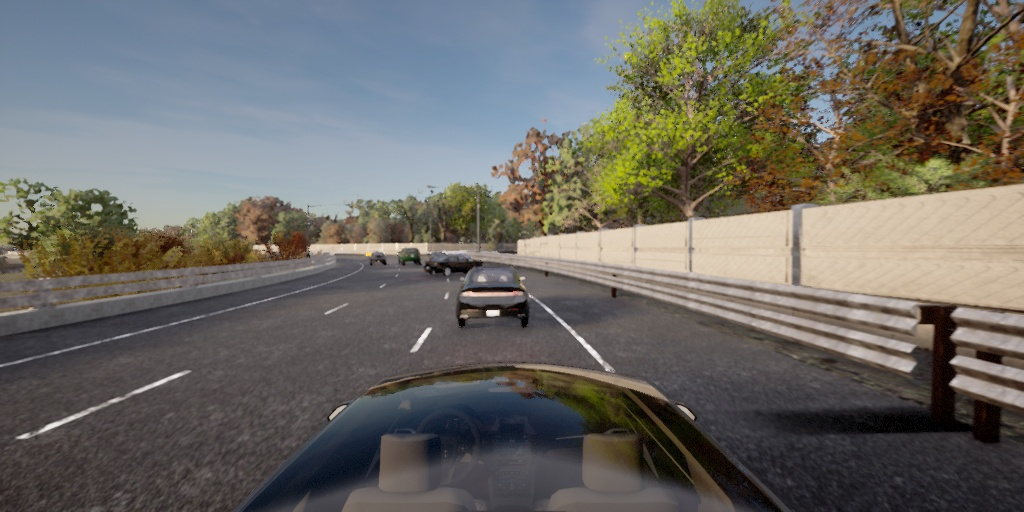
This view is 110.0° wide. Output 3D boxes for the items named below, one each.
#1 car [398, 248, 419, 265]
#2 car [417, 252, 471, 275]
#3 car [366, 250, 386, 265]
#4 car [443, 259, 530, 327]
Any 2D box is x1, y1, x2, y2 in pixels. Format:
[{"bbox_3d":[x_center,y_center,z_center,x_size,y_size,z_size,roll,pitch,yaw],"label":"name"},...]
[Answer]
[{"bbox_3d":[-12.478,0.027,43.547,2.150,2.045,5.566,-1,2,-23],"label":"car"},{"bbox_3d":[-4.286,0.642,27.215,1.882,1.535,5.008,1,2,43],"label":"car"},{"bbox_3d":[-16.584,0.307,44.170,1.837,1.490,4.892,0,2,-24],"label":"car"},{"bbox_3d":[-0.561,1.036,10.614,2.128,1.511,4.902,0,1,-3],"label":"car"}]
